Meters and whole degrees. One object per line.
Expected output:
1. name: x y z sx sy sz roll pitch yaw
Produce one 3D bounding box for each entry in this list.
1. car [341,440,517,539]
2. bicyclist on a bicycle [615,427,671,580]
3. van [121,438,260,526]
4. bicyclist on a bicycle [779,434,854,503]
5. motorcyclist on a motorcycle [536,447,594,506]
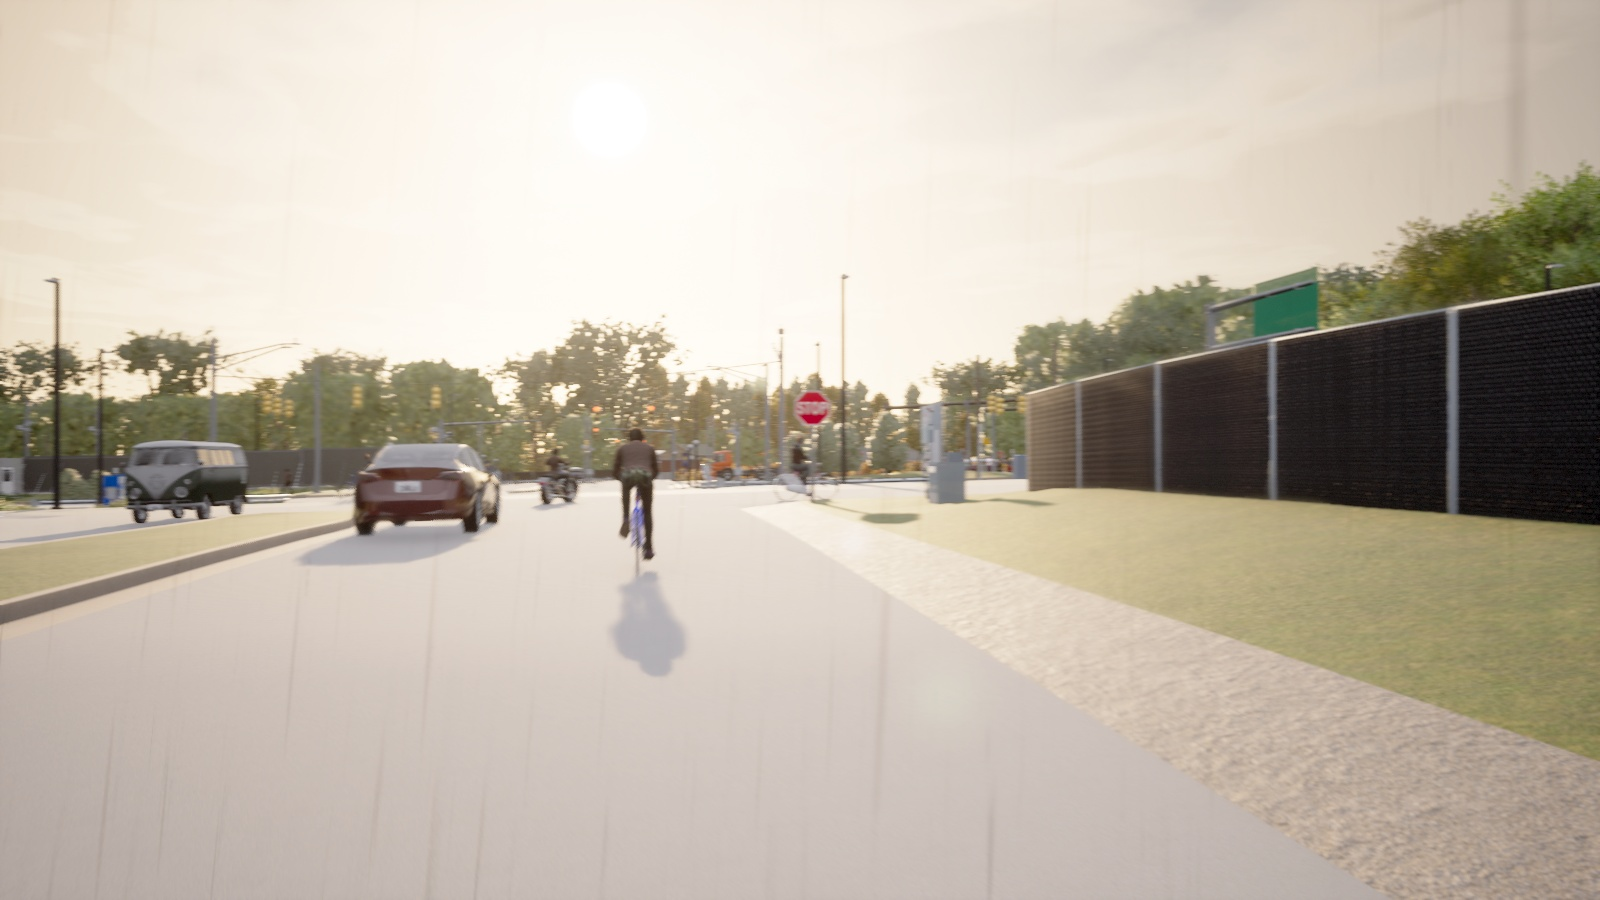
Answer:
1. car: -6.273 0.629 21.844 2.163 1.488 4.792 -1 0 -7
2. bicyclist on a bicycle: -1.774 0.564 14.219 0.582 1.620 1.656 0 0 -7
3. van: -15.181 0.753 31.525 1.775 1.987 4.442 -2 0 -7
4. bicyclist on a bicycle: 0.439 0.486 33.495 1.843 1.776 0.659 -1 1 -21
5. motorcyclist on a motorcycle: -6.685 0.739 35.853 0.766 1.649 2.350 0 0 12
